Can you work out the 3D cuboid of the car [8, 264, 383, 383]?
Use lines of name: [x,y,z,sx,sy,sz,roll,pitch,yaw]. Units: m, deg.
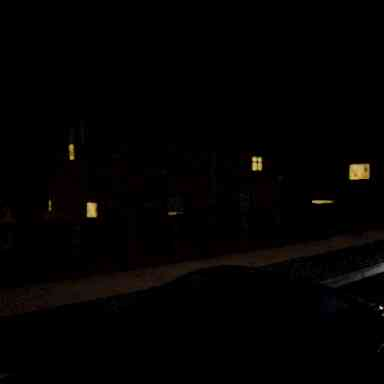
car: [0.390,1.566,3.503,4.181,1.385,1.994,0,0,-37]
